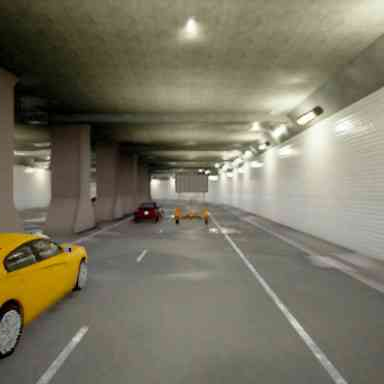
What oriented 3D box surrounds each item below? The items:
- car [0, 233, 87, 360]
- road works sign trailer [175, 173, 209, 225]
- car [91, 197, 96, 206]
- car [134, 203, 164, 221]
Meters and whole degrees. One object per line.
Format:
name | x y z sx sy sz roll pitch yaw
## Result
car | -3.403 1.471 5.937 1.882 1.535 5.008 0 0 0
road works sign trailer | -0.007 0.440 23.829 2.380 3.560 2.880 0 0 0
car | -14.515 1.472 51.436 1.812 1.442 4.674 0 0 -4
car | -3.409 1.536 26.906 1.994 1.385 4.181 0 0 0
